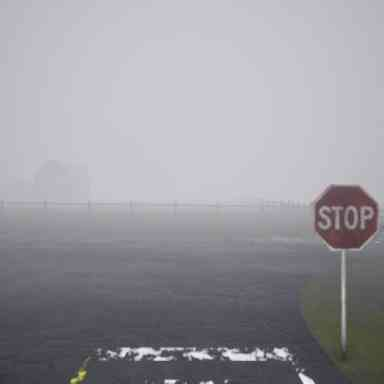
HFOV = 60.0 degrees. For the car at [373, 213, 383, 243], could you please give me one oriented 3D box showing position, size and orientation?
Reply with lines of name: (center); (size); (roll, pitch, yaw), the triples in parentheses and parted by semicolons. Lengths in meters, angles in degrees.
car: (10.330, 1.651, 16.407); (4.902, 1.511, 2.128); (1, -1, 0)
